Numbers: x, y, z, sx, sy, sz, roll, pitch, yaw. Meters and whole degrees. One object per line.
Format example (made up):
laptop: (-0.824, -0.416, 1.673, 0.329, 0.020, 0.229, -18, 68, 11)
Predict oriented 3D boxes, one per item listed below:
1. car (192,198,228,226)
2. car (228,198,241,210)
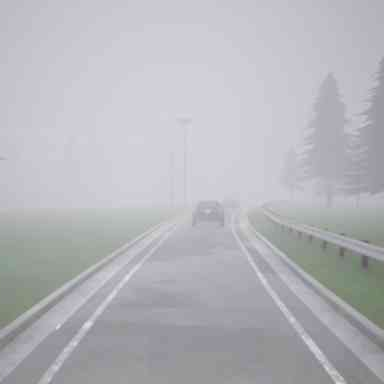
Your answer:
car: (1.245, 1.310, 23.373, 2.097, 1.767, 4.553, 0, 0, 6)
car: (4.847, 1.473, 41.507, 2.033, 1.411, 5.357, 0, 0, 18)
